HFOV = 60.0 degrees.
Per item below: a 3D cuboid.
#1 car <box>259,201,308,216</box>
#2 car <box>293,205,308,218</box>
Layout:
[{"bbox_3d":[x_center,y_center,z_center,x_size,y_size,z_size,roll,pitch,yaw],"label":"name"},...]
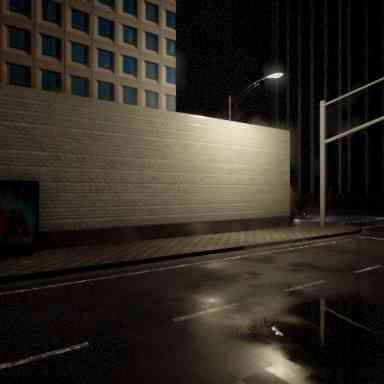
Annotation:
[{"bbox_3d":[9.339,1.656,34.316,1.895,1.301,4.718,0,0,-36],"label":"car"},{"bbox_3d":[8.138,1.581,29.990,1.812,1.442,4.674,0,0,-36],"label":"car"}]
